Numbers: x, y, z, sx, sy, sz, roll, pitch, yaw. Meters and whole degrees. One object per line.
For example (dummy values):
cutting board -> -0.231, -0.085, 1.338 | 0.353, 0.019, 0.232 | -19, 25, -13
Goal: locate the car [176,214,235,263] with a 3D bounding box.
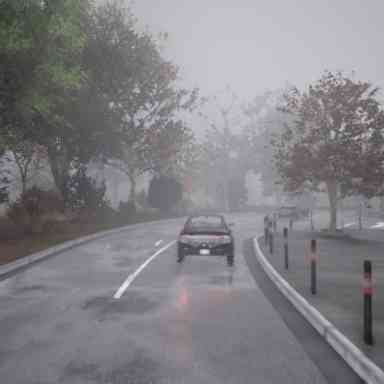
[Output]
car -> 0.550, 1.573, 12.275 | 2.128, 1.511, 4.902 | 0, 0, 4

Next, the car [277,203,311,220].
car -> 9.599, 1.772, 30.970 | 2.128, 1.511, 4.902 | 0, -1, 37
